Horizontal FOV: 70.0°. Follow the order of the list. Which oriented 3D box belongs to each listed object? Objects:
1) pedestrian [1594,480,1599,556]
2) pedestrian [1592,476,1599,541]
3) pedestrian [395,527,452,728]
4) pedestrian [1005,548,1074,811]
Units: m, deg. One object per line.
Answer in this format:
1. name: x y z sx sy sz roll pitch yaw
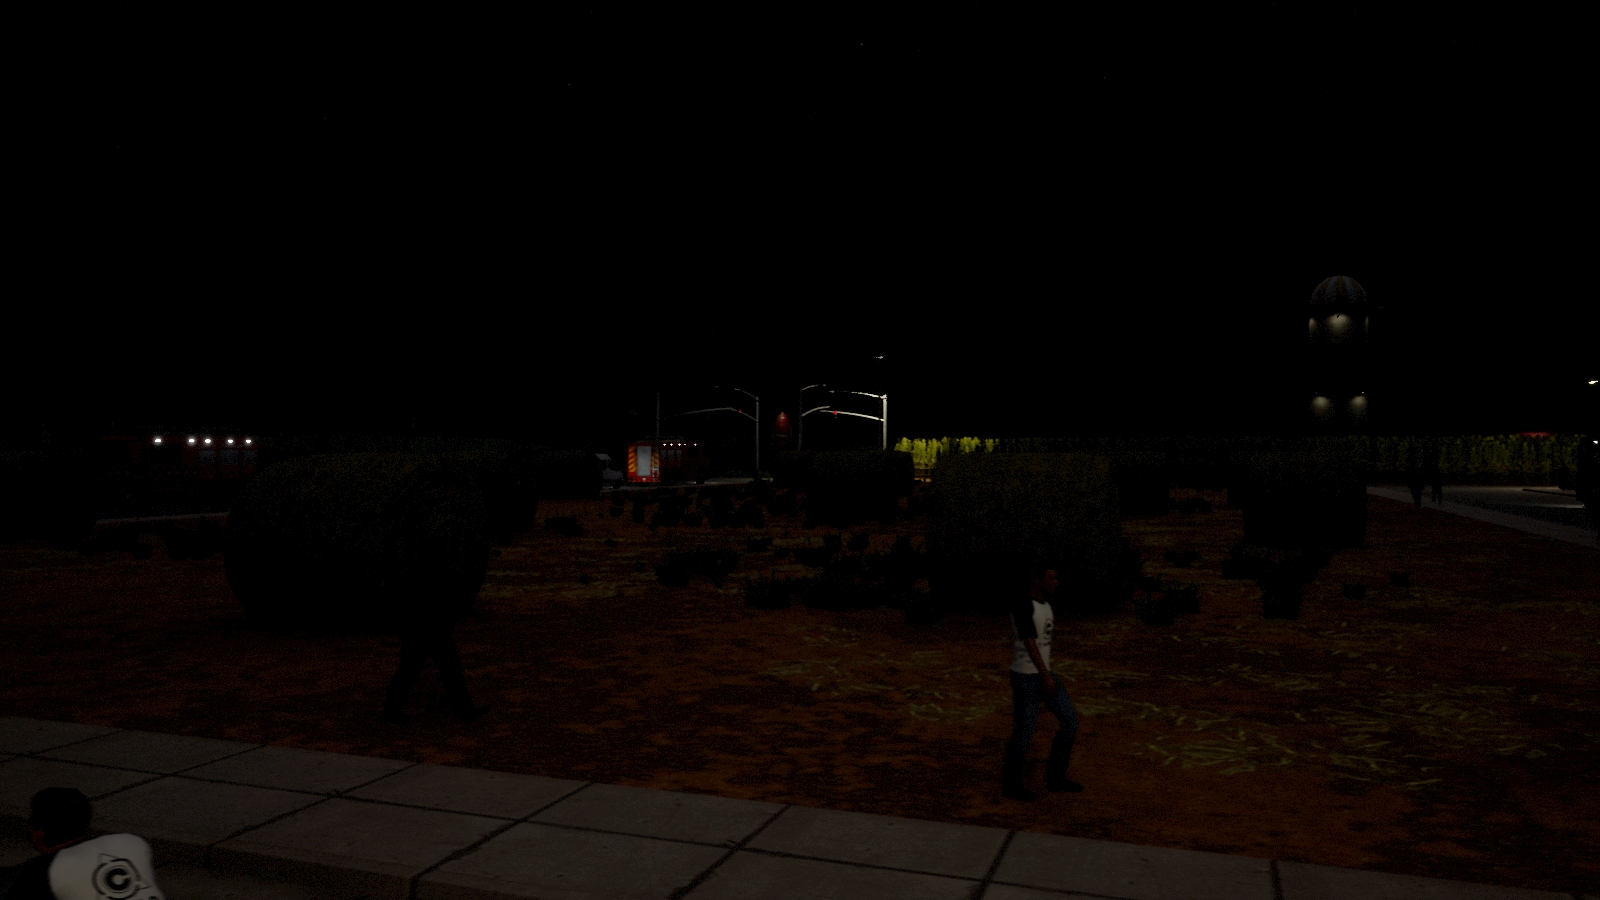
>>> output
1. pedestrian: 19.912 1.677 28.260 0.375 1.860 0.375 0 0 20
2. pedestrian: 23.117 1.678 32.921 0.375 1.860 0.375 0 0 17
3. pedestrian: -3.599 1.678 10.933 0.375 1.860 0.375 0 0 13
4. pedestrian: 1.789 1.683 8.536 0.375 1.860 0.375 0 0 37
